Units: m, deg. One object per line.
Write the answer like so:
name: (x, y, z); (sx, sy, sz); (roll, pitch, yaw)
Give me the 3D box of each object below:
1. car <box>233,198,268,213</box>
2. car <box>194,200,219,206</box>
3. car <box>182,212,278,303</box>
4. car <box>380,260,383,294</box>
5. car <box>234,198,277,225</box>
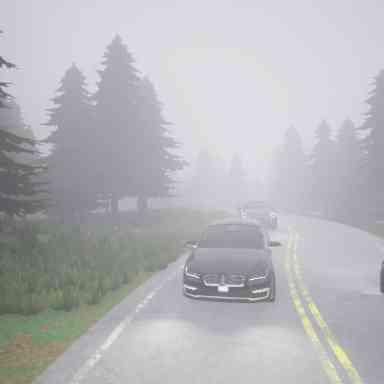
car: (6.169, 1.411, 35.732); (1.837, 1.490, 4.892); (2, -1, -16)
car: (1.877, 1.799, 44.853); (1.812, 1.442, 4.674); (3, -5, -35)
car: (1.083, 1.496, 8.405); (1.837, 1.490, 4.892); (-1, 0, 12)
car: (4.489, 1.309, 4.638); (2.097, 1.767, 4.553); (-1, 0, 8)
car: (3.857, 1.270, 20.360); (2.097, 1.767, 4.553); (-1, 0, 5)
